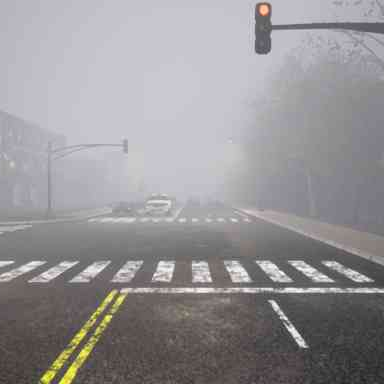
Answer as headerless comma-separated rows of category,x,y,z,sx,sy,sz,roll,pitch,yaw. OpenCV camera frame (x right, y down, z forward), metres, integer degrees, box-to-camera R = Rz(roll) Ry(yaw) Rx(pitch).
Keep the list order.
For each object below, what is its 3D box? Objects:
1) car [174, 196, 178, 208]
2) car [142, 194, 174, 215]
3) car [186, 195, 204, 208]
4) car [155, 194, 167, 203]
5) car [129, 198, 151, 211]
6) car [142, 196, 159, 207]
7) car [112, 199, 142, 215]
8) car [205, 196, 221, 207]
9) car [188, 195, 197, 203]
car,-3.294,1.586,43.804,1.895,1.301,4.718,0,0,1
car,-3.306,1.211,33.747,2.150,2.045,5.566,0,0,0
car,0.149,1.475,46.503,2.128,1.511,4.902,0,0,0
car,-6.426,1.345,68.802,2.097,1.767,4.553,0,0,0
car,-6.541,1.550,42.261,1.994,1.385,4.181,0,0,1
car,-6.527,1.472,52.810,2.128,1.511,4.902,0,0,0
car,-6.560,1.591,33.155,1.895,1.301,4.718,0,0,0
car,3.405,1.582,51.682,1.895,1.301,4.718,0,0,0
car,0.104,1.449,71.696,1.882,1.535,5.008,0,0,0
